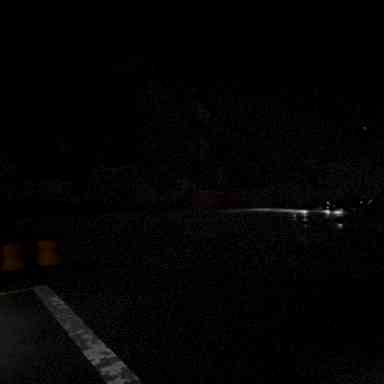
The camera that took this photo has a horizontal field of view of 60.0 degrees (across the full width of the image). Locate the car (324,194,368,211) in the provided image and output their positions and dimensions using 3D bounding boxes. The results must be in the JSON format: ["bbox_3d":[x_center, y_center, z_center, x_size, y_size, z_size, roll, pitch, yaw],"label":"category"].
[{"bbox_3d":[17.623,1.313,38.039,4.892,1.490,1.837,0,0,-35],"label":"car"}]

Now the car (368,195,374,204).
[{"bbox_3d":[22.561,1.115,45.837,4.553,1.767,2.097,0,0,-35],"label":"car"}]

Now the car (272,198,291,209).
[{"bbox_3d":[12.614,1.417,43.065,4.718,1.301,1.895,0,0,-35],"label":"car"}]

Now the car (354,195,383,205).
[{"bbox_3d":[29.029,1.200,54.645,4.902,1.511,2.128,0,0,-35],"label":"car"}]

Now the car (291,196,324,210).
[{"bbox_3d":[14.558,1.321,40.152,4.892,1.490,1.837,0,0,-35],"label":"car"}]

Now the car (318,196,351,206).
[{"bbox_3d":[21.053,1.308,49.043,5.357,1.411,2.033,0,0,-35],"label":"car"}]

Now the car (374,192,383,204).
[{"bbox_3d":[26.228,0.974,44.147,5.566,2.045,2.150,0,0,-36],"label":"car"}]
